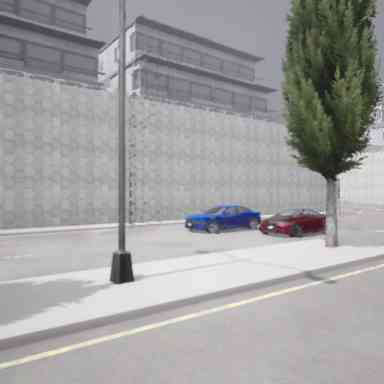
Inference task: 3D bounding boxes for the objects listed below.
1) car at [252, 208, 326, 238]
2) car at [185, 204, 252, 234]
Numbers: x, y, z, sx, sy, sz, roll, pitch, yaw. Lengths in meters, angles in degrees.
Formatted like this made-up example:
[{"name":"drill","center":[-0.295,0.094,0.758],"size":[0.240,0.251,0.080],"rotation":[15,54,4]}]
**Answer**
[{"name":"car","center":[5.548,1.580,17.765],"size":[4.181,1.385,1.994],"rotation":[0,0,-35]},{"name":"car","center":[1.906,1.492,19.470],"size":[5.008,1.535,1.882],"rotation":[0,0,-35]}]
